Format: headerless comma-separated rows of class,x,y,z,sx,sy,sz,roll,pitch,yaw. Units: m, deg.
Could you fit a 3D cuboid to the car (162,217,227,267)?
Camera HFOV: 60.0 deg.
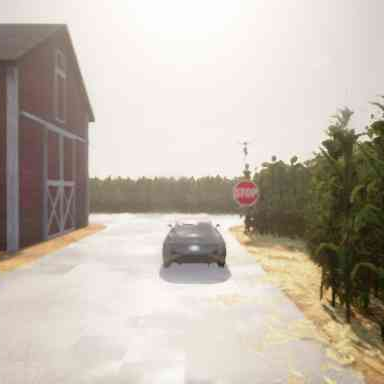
car,0.065,1.565,11.502,1.994,1.385,4.181,0,0,0
